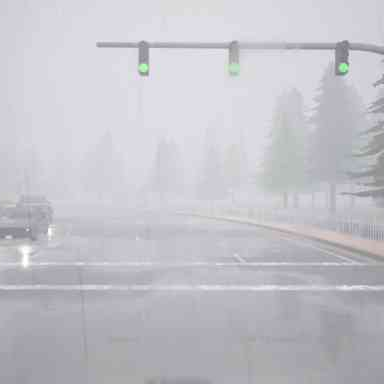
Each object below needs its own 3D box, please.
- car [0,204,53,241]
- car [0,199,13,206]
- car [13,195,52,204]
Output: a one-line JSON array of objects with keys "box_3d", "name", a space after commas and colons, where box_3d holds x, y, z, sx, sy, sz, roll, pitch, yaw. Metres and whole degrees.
[{"box_3d": [-8.440, 1.541, 16.722, 2.033, 1.411, 5.357, 0, 0, -15], "name": "car"}, {"box_3d": [-19.077, 1.509, 33.951, 5.008, 1.535, 1.882, 0, 0, 41], "name": "car"}, {"box_3d": [-12.441, 1.235, 26.094, 2.150, 2.045, 5.566, 0, 0, -32], "name": "car"}]
